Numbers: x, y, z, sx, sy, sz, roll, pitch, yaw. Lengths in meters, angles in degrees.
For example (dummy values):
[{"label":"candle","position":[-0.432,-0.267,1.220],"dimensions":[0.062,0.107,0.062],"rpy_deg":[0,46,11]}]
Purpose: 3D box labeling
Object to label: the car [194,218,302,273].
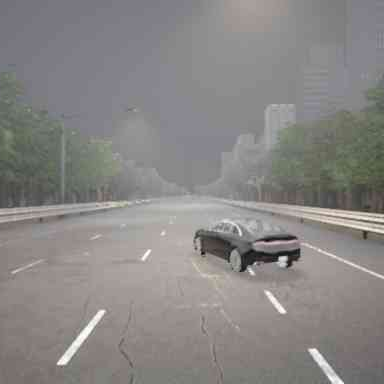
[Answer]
[{"label":"car","position":[1.610,1.623,11.318],"dimensions":[2.128,1.511,4.902],"rpy_deg":[0,0,-21]}]
